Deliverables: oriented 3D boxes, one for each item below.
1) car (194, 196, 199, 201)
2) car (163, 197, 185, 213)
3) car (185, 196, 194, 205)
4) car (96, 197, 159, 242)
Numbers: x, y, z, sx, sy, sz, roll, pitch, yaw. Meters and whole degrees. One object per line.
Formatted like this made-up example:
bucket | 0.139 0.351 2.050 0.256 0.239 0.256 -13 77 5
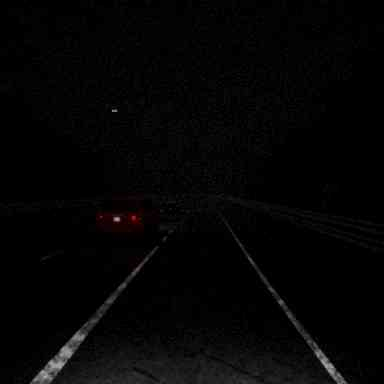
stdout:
car | 0.704 1.737 87.201 2.033 1.411 5.357 0 0 6
car | -2.185 1.610 37.676 1.812 1.442 4.674 0 0 2
car | -1.230 1.676 60.232 2.033 1.411 5.357 0 0 3
car | -3.061 1.251 16.723 2.150 2.045 5.566 0 0 2
